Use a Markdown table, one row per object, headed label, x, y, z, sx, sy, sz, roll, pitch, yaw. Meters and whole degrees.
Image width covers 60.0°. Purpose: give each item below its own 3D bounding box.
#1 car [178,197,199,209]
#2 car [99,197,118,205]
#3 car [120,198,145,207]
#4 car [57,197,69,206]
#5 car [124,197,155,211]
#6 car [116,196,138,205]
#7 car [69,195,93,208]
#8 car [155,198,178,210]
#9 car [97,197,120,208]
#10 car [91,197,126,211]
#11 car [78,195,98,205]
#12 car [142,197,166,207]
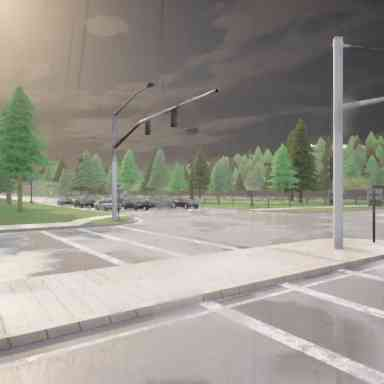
| label | x | y | z | sx | sy | sz | roll | pitch | yaw |
| --- | --- | --- | --- | --- | --- | --- | --- | --- | --- |
| car | -0.958 | 1.505 | 45.402 | 1.837 | 1.490 | 4.892 | 0 | 0 | -35 |
| car | -14.902 | 1.564 | 59.237 | 1.994 | 1.385 | 4.181 | 0 | 0 | -35 |
| car | -9.193 | 1.601 | 51.051 | 1.895 | 1.301 | 4.718 | 0 | 0 | -35 |
| car | -21.447 | 1.564 | 56.376 | 1.994 | 1.385 | 4.181 | 0 | 0 | -35 |
| car | -7.159 | 1.547 | 42.050 | 2.033 | 1.411 | 5.357 | 0 | 0 | -35 |
| car | -12.047 | 1.547 | 61.274 | 2.033 | 1.411 | 5.357 | 0 | 0 | -34 |
| car | -15.744 | 1.547 | 48.199 | 2.033 | 1.411 | 5.357 | 0 | 0 | -35 |
| car | -4.171 | 1.564 | 43.887 | 1.994 | 1.385 | 4.181 | 0 | 0 | -35 |
| car | -12.520 | 1.526 | 49.702 | 1.812 | 1.442 | 4.674 | 0 | 0 | -35 |
| car | -10.203 | 1.601 | 40.296 | 1.895 | 1.301 | 4.718 | 0 | 0 | -35 |
| car | -18.084 | 1.353 | 57.672 | 2.097 | 1.767 | 4.553 | 0 | 0 | -35 |
| car | -6.048 | 1.564 | 52.676 | 1.994 | 1.385 | 4.181 | 0 | 0 | -35 |
